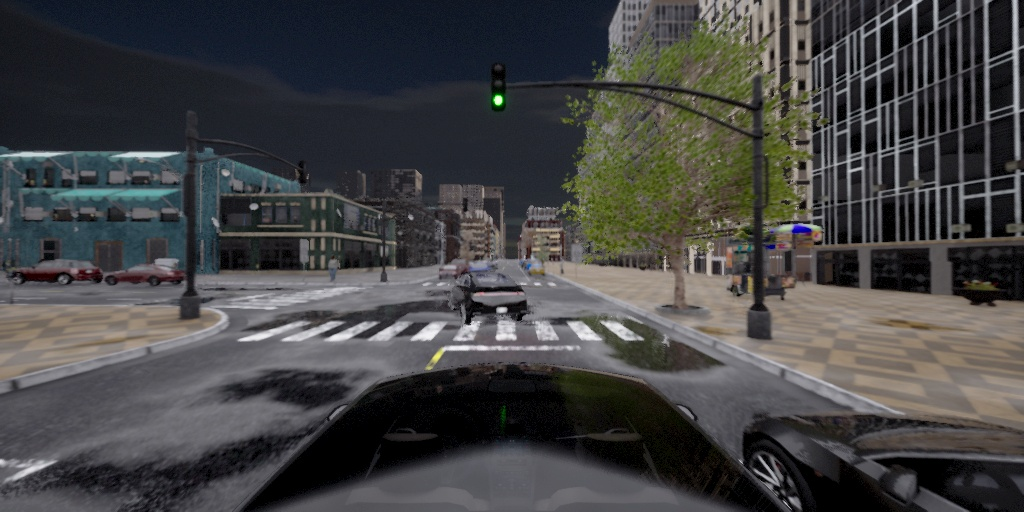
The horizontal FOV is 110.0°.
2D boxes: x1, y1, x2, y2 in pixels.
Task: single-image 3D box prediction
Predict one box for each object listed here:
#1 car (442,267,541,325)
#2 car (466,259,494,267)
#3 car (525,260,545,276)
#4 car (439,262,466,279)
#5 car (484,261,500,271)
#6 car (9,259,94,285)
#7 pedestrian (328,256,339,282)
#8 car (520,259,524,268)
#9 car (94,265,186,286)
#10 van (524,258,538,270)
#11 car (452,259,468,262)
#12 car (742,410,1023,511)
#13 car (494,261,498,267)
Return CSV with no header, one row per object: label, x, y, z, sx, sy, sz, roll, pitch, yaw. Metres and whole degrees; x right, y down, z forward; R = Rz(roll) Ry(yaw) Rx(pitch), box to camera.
car,-0.971,1.284,12.210,2.128,1.511,4.902,0,0,-17
car,-3.104,1.366,35.206,1.882,1.535,5.008,0,0,0
car,2.687,1.429,39.253,1.751,1.417,4.829,0,0,0
car,-5.693,1.463,33.529,1.802,1.307,4.207,0,0,0
car,-3.066,1.520,55.504,2.033,1.411,5.357,0,0,0
car,-28.371,0.963,22.364,4.097,1.591,1.967,0,0,-1
pedestrian,-12.752,0.885,25.538,0.375,1.860,0.375,0,-1,-1
car,2.685,1.524,55.736,2.007,1.370,4.403,0,0,0
car,-22.823,1.174,22.442,4.207,1.307,1.802,0,0,-1
van,2.687,1.268,44.634,1.690,1.789,3.998,0,0,0
car,-5.693,1.219,39.080,2.192,1.841,5.009,0,0,0
car,2.691,1.313,1.054,1.948,1.339,4.313,0,0,0
car,-3.083,1.493,45.056,1.994,1.385,4.181,0,0,1
